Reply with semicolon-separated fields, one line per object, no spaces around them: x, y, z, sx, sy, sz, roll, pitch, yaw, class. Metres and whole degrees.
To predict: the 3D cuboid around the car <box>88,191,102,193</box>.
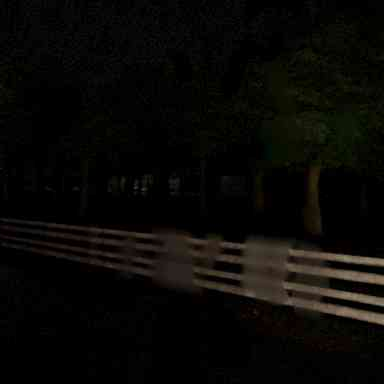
-21.578;-0.497;74.839;4.792;1.488;2.163;1;1;9;car
